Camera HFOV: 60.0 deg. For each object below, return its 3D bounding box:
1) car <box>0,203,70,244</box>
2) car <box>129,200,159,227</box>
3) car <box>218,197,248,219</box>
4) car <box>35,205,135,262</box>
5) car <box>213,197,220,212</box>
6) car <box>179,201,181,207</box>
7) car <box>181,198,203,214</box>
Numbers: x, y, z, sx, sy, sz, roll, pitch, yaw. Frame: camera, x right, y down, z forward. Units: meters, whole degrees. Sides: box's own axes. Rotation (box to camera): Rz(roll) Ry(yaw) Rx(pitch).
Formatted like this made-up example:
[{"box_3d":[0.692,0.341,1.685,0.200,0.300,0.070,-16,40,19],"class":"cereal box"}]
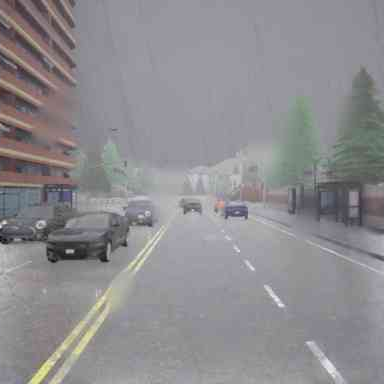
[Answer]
[{"box_3d":[-7.052,1.351,15.694,2.097,1.767,4.553,0,0,0],"class":"car"},{"box_3d":[-3.493,1.352,22.400,2.097,1.767,4.553,0,0,0],"class":"car"},{"box_3d":[3.618,1.478,28.842,1.882,1.535,5.008,0,0,0],"class":"car"},{"box_3d":[-3.581,1.478,12.267,1.882,1.535,5.008,0,0,0],"class":"car"},{"box_3d":[3.607,1.352,38.062,2.097,1.767,4.553,0,0,0],"class":"car"},{"box_3d":[-0.682,1.533,47.607,2.033,1.411,5.357,0,0,-9],"class":"car"},{"box_3d":[0.093,1.505,34.729,1.837,1.490,4.892,0,0,0],"class":"car"}]
